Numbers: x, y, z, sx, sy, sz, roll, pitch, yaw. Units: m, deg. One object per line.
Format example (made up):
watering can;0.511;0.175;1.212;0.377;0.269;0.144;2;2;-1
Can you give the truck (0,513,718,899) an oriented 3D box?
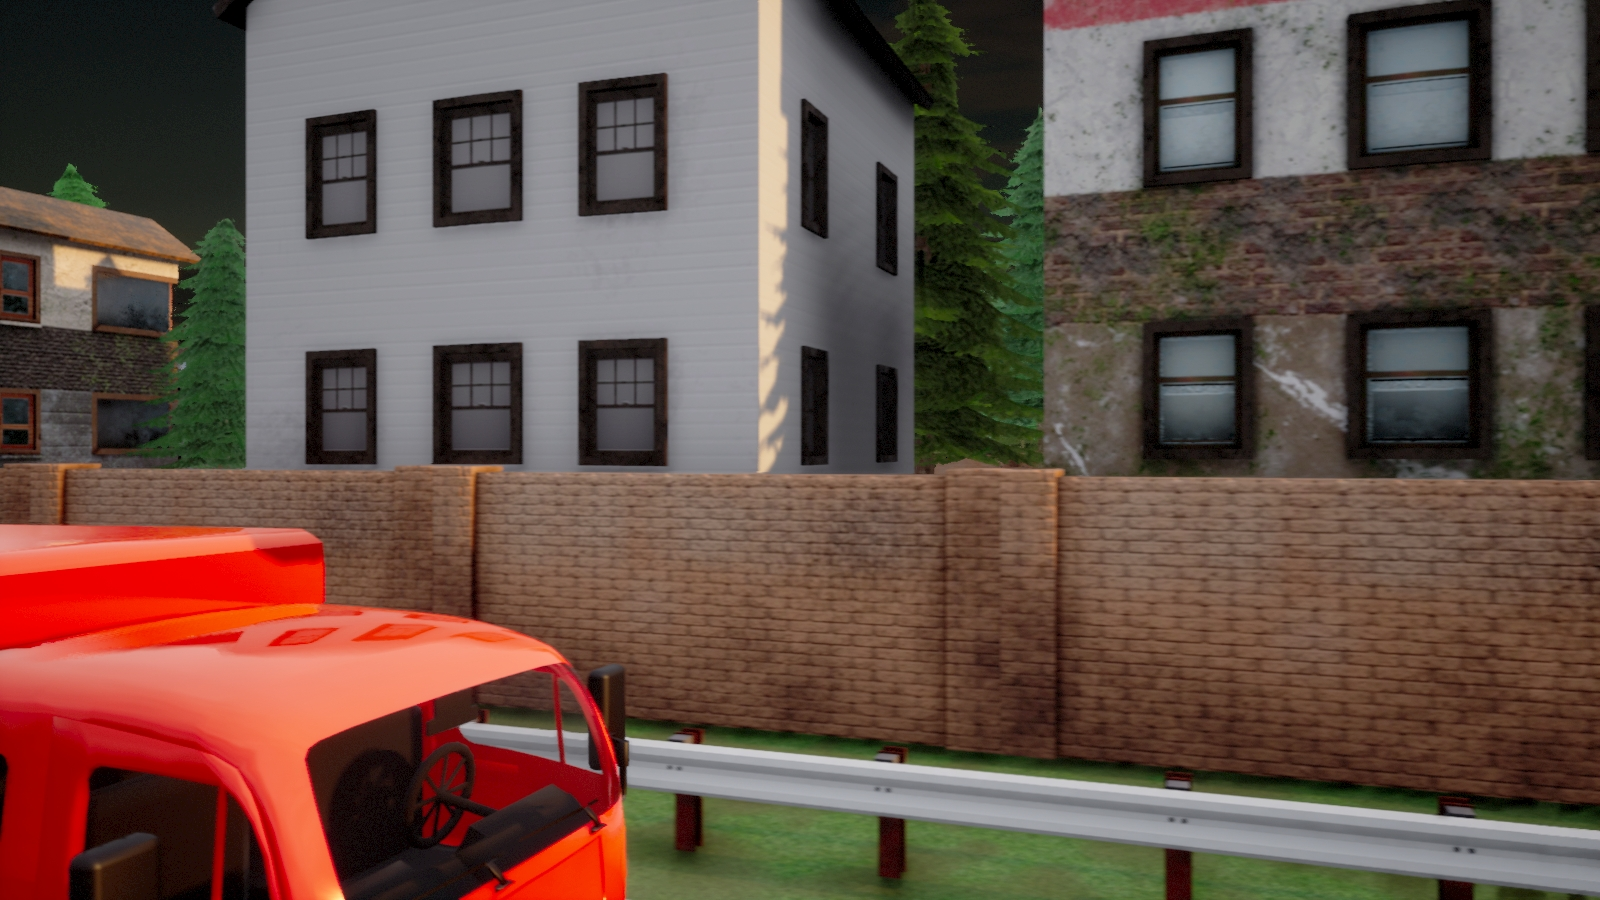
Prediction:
truck;-3.240;1.573;4.478;5.204;2.467;2.627;0;0;20
